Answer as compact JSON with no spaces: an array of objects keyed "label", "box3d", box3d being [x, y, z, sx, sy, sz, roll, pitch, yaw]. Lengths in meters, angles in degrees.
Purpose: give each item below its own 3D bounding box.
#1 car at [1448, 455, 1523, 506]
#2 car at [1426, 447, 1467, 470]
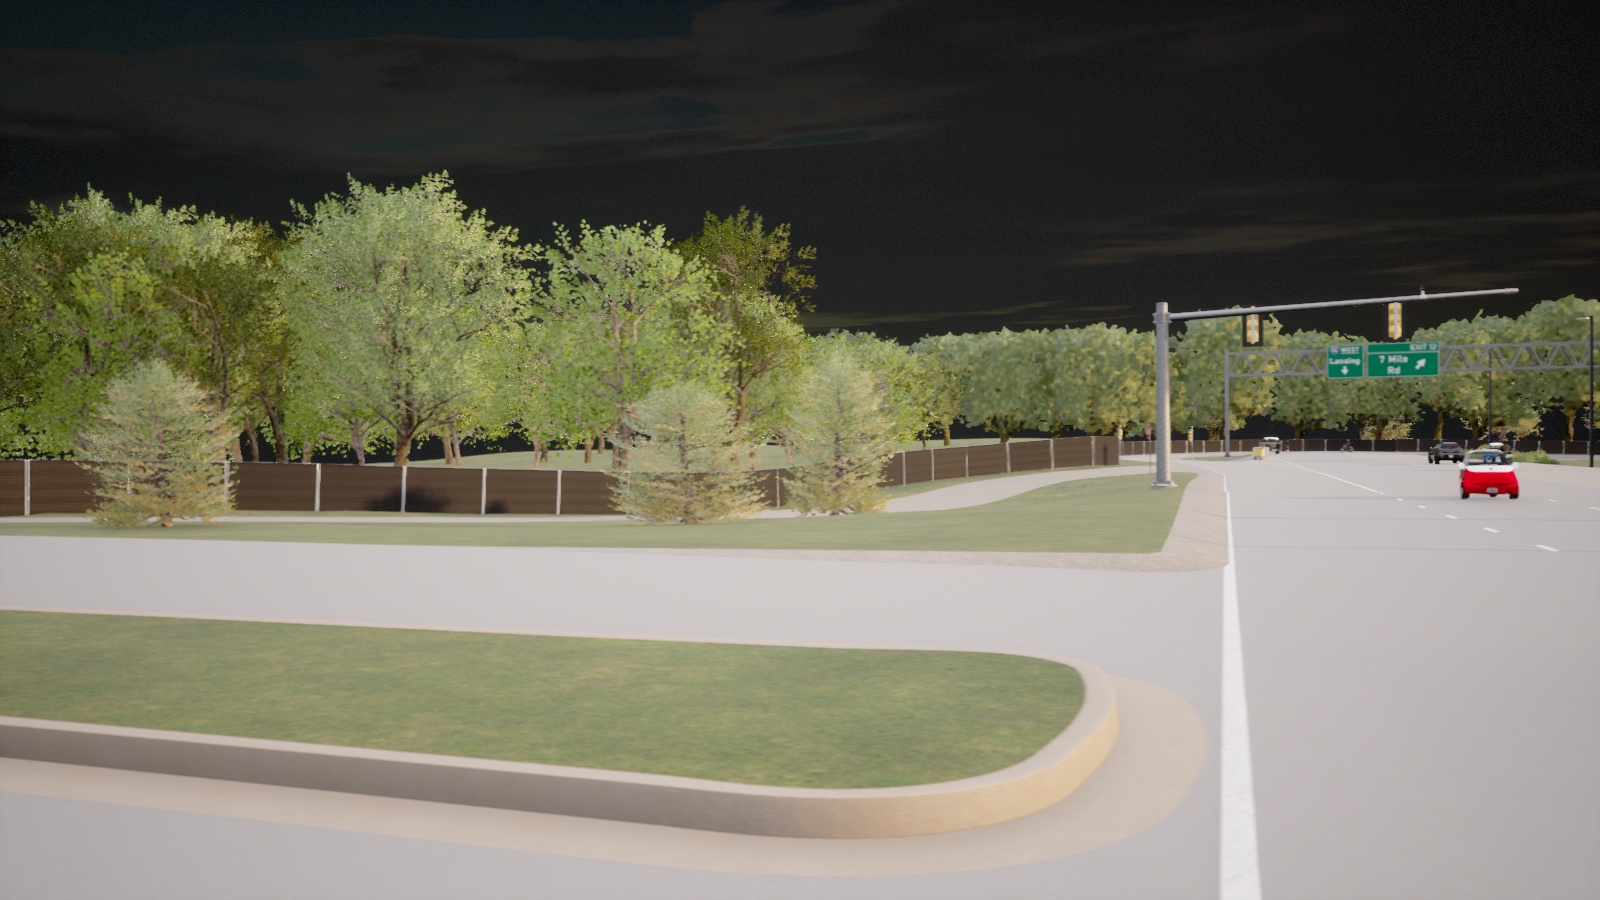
[{"label":"car","box3d":[19.126,0.820,35.113,1.481,1.376,2.207,0,0,19]},{"label":"car","box3d":[43.044,0.530,83.724,1.816,1.474,4.193,0,0,19]}]
